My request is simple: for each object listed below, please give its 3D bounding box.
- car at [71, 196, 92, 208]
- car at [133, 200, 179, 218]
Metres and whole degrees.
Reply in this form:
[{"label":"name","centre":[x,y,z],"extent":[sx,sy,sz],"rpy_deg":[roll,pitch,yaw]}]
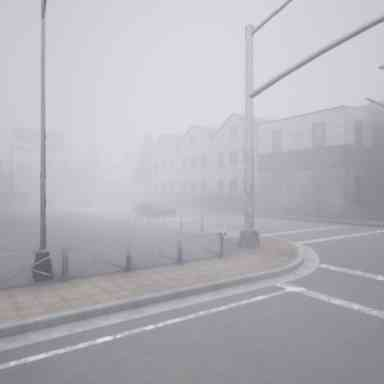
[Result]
[{"label":"car","centre":[-15.178,1.314,45.513],"extent":[2.128,1.511,4.902],"rpy_deg":[0,0,-35]},{"label":"car","centre":[-3.212,1.368,28.484],"extent":[2.033,1.411,5.357],"rpy_deg":[0,0,-35]}]
